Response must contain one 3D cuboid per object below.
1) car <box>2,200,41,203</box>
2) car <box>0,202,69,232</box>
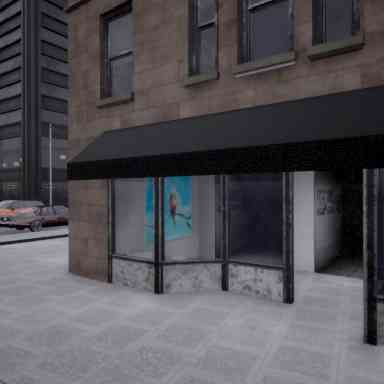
[{"bbox_3d":[-11.369,1.311,21.013,2.097,1.767,4.553,0,0,35],"label":"car"},{"bbox_3d":[-8.451,1.491,19.765,2.033,1.411,5.357,0,0,35],"label":"car"}]
